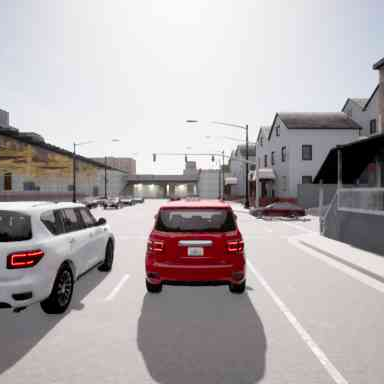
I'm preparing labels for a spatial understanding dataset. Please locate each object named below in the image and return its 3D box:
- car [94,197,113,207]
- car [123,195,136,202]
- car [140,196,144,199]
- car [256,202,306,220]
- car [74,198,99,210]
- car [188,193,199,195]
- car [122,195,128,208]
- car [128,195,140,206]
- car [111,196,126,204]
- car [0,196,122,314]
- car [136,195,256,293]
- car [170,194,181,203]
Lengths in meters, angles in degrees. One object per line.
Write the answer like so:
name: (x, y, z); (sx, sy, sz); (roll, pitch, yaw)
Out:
car: (-13.964, 1.523, 52.947); (1.812, 1.442, 4.674); (0, 0, 0)
car: (-13.826, 1.489, 73.717); (1.837, 1.490, 4.892); (0, 0, 0)
car: (-10.384, 1.544, 64.657); (2.033, 1.411, 5.357); (0, 0, 0)
car: (7.480, 1.637, 29.033); (4.674, 1.442, 1.812); (1, 0, 9)
car: (-13.995, 1.562, 44.207); (1.994, 1.385, 4.181); (0, 0, 0)
car: (0.209, 1.219, 50.844); (2.150, 2.045, 5.566); (0, 0, 0)
car: (-10.494, 1.489, 44.619); (2.128, 1.511, 4.902); (0, 0, 0)
car: (-10.463, 1.545, 54.368); (2.033, 1.411, 5.357); (0, 0, 0)
car: (-13.897, 1.502, 63.303); (1.837, 1.490, 4.892); (0, 0, 0)
car: (-3.409, 1.221, 7.745); (2.150, 2.045, 5.566); (0, 0, 1)
car: (0.099, 1.221, 9.007); (2.150, 2.045, 5.566); (0, 0, 1)
car: (-3.337, 1.349, 69.139); (2.097, 1.767, 4.553); (0, 0, 0)
